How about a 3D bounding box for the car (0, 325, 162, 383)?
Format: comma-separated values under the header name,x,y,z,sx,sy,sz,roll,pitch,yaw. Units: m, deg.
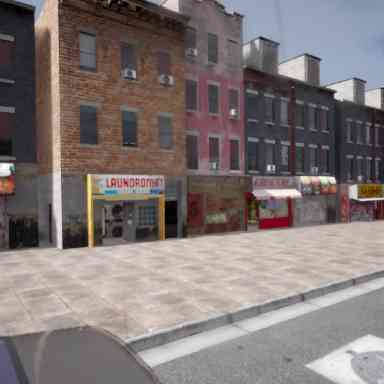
name,x,y,z,sx,sy,sz,roll,pitch,yaw
car,-2.548,1.548,1.250,5.357,1.411,2.033,0,0,-36
